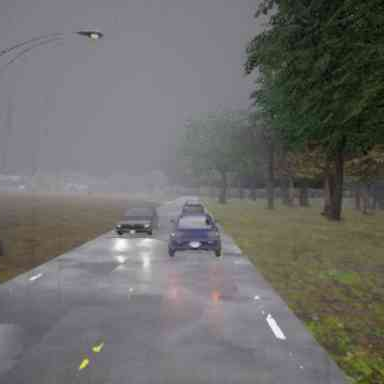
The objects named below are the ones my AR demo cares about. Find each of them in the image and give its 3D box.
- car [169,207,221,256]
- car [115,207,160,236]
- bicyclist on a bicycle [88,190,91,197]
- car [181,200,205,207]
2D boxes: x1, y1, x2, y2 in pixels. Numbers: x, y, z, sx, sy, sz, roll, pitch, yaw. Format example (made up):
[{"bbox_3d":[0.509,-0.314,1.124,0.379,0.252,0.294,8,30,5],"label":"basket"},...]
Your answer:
[{"bbox_3d":[0.097,1.516,13.006,1.812,1.442,4.674,0,0,0],"label":"car"},{"bbox_3d":[-2.853,1.530,18.627,2.033,1.411,5.357,0,0,0],"label":"car"},{"bbox_3d":[-22.655,0.300,73.701,0.582,1.620,1.656,2,0,0],"label":"bicyclist on a bicycle"},{"bbox_3d":[0.095,1.449,29.529,2.128,1.511,4.902,0,0,0],"label":"car"}]
